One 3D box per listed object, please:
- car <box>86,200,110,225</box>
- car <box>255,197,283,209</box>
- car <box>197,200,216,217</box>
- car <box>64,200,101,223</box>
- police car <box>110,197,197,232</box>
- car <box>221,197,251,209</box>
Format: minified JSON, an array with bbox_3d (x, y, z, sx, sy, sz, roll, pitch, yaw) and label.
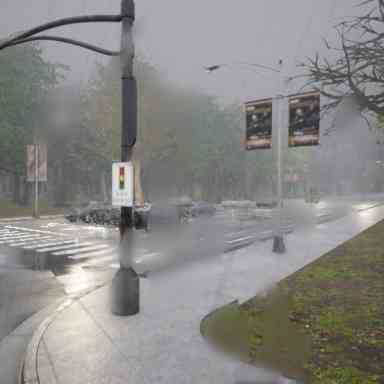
[{"bbox_3d":[-4.577,1.471,22.416,1.994,1.385,4.181,1,1,36],"label":"car"},{"bbox_3d":[9.988,1.334,42.673,2.033,1.411,5.357,1,1,36],"label":"car"},{"bbox_3d":[0.335,1.431,29.223,1.994,1.385,4.181,1,1,38],"label":"car"},{"bbox_3d":[-7.022,1.380,24.581,1.837,1.490,4.892,1,1,36],"label":"car"},{"bbox_3d":[-2.123,1.365,20.089,1.930,1.638,5.238,1,1,36],"label":"police car"},{"bbox_3d":[5.609,1.371,42.163,1.895,1.301,4.718,1,1,36],"label":"car"}]
